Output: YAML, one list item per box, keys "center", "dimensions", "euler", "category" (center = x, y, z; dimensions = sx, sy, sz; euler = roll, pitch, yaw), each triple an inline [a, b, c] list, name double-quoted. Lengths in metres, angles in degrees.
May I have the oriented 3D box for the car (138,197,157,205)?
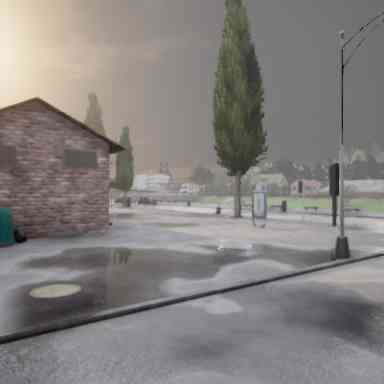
- center: [-7.760, 1.536, 58.118]
  dimensions: [1.812, 1.442, 4.674]
  euler: [0, 0, -35]
  category: "car"

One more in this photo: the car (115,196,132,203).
- center: [-13.739, 1.503, 66.494]
  dimensions: [2.128, 1.511, 4.902]
  euler: [0, 0, -36]
  category: "car"
